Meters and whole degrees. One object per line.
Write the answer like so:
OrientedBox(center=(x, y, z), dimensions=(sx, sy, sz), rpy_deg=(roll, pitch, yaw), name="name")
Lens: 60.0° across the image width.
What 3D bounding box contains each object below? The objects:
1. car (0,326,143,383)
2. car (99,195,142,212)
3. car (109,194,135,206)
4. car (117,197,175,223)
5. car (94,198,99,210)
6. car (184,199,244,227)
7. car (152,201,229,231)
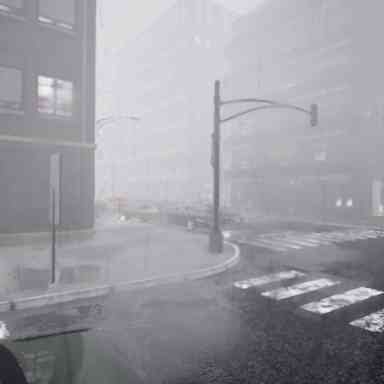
OrientedBox(center=(-2.473, 1.589, 1.492), dimensions=(4.718, 1.301, 1.895), rpy_deg=(1, 0, -35), name="car")
OrientedBox(center=(-7.344, 1.186, 33.757), dimensions=(1.882, 1.535, 5.008), rpy_deg=(1, 0, -36), name="car")
OrientedBox(center=(-9.912, 1.126, 47.134), dimensions=(1.752, 1.417, 4.829), rpy_deg=(2, 0, -36), name="car")
OrientedBox(center=(-3.396, 1.349, 23.950), dimensions=(1.752, 1.417, 4.829), rpy_deg=(2, 0, -36), name="car")
OrientedBox(center=(-10.052, 1.211, 33.088), dimensions=(1.887, 1.381, 4.507), rpy_deg=(2, 0, -36), name="car")
OrientedBox(center=(1.326, 1.439, 21.843), dimensions=(1.812, 1.442, 4.674), rpy_deg=(1, 0, -38), name="car")
OrientedBox(center=(-0.219, 1.450, 19.587), dimensions=(2.008, 1.369, 4.403), rpy_deg=(2, 0, -36), name="car")
